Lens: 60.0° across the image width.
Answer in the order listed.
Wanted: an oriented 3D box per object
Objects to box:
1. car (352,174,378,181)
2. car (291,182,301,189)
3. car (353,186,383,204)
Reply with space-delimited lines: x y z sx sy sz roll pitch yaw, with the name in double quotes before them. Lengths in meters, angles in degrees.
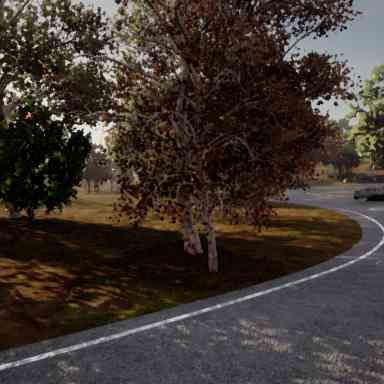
"car" 33.924 -2.795 65.277 4.553 1.767 2.097 -2 2 7
"car" 19.095 -1.187 61.400 4.718 1.301 1.895 -5 3 -33
"car" 16.681 0.238 28.966 2.128 1.511 4.902 -6 3 -44
